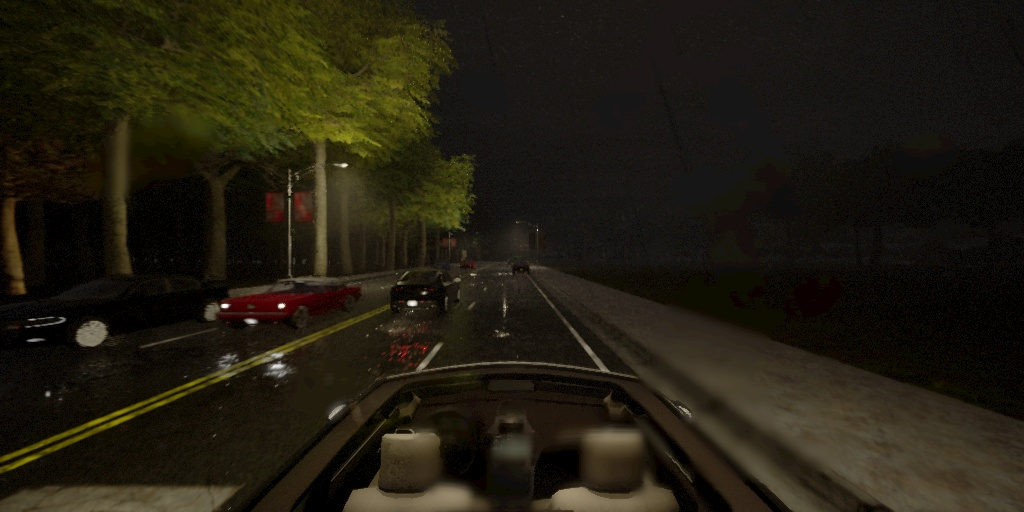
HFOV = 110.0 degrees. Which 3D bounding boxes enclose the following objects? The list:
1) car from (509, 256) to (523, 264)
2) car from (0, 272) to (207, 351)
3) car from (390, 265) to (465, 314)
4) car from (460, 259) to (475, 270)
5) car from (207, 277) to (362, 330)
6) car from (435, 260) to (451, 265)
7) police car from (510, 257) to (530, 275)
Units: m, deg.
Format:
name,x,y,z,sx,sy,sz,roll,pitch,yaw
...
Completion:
name,x,y,z,sx,sy,sz,roll,pitch,yaw
car,0.982,1.143,49.648,2.097,1.767,4.553,0,0,0
car,-9.849,1.229,9.234,1.882,1.535,5.008,0,0,0
car,-3.148,1.258,13.754,1.837,1.490,4.892,0,0,0
car,-6.556,1.276,53.198,1.882,1.535,5.008,0,0,0
car,-6.599,1.353,11.289,1.895,1.301,4.718,0,0,0
car,-9.816,1.320,50.649,1.812,1.442,4.674,0,0,0
police car,0.980,1.204,39.787,1.930,1.638,5.238,0,0,0
